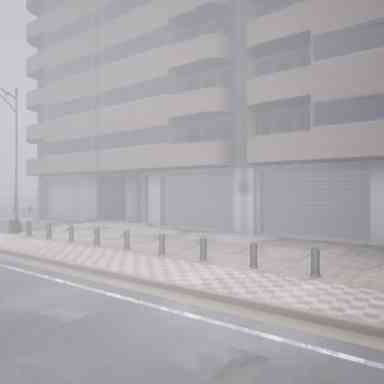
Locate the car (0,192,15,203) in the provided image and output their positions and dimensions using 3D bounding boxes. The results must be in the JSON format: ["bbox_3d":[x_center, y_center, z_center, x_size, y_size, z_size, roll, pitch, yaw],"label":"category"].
[{"bbox_3d":[-46.355,1.207,80.825,1.932,1.855,4.605,0,0,35],"label":"car"}]

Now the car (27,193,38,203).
[{"bbox_3d":[-32.493,1.449,71.162,1.970,1.475,3.806,0,0,35],"label":"car"}]
